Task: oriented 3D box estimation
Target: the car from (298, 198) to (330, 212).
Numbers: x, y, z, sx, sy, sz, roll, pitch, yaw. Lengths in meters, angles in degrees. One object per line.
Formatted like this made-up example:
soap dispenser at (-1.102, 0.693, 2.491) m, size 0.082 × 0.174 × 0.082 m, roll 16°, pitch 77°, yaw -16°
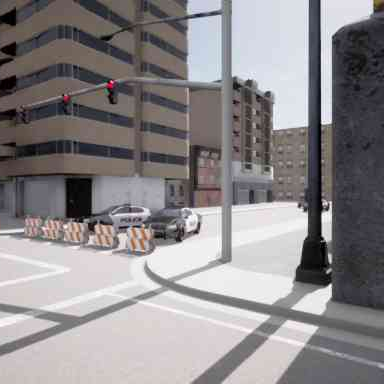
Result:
car at (14.326, 1.452, 38.329) m, size 2.038 × 1.542 × 4.974 m, roll 0°, pitch 0°, yaw 36°

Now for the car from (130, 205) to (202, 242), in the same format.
car at (-0.949, 1.452, 16.553) m, size 2.038 × 1.542 × 4.974 m, roll 0°, pitch 0°, yaw 16°

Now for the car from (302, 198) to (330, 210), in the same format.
car at (14.356, 1.295, 38.371) m, size 1.853 × 1.218 × 4.536 m, roll 0°, pitch 0°, yaw 36°

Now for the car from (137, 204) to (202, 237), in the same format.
car at (-0.936, 1.295, 16.603) m, size 1.853 × 1.218 × 4.536 m, roll 0°, pitch 0°, yaw 16°

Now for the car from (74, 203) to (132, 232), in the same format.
car at (-4.142, 1.452, 19.238) m, size 4.974 × 1.542 × 2.038 m, roll 0°, pitch 0°, yaw -29°

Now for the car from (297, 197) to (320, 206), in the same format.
car at (16.564, 1.294, 47.289) m, size 1.853 × 1.218 × 4.536 m, roll 0°, pitch 0°, yaw 36°

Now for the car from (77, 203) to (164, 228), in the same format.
car at (-4.097, 1.294, 19.264) m, size 4.536 × 1.218 × 1.853 m, roll 0°, pitch 0°, yaw -29°
